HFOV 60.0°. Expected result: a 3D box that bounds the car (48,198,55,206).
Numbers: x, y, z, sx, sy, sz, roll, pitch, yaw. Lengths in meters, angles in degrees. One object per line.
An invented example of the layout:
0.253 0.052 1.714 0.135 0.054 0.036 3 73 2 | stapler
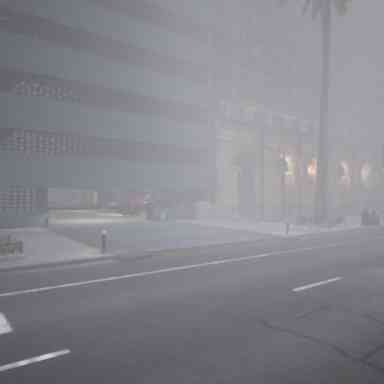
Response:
-22.498 1.686 55.573 4.786 1.482 2.161 1 -1 -37 | car

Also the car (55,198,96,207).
-15.943 1.708 45.993 4.718 1.301 1.895 1 -1 -37 | car

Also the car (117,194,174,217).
-4.282 1.244 31.609 5.566 2.045 2.435 1 -1 -37 | car
